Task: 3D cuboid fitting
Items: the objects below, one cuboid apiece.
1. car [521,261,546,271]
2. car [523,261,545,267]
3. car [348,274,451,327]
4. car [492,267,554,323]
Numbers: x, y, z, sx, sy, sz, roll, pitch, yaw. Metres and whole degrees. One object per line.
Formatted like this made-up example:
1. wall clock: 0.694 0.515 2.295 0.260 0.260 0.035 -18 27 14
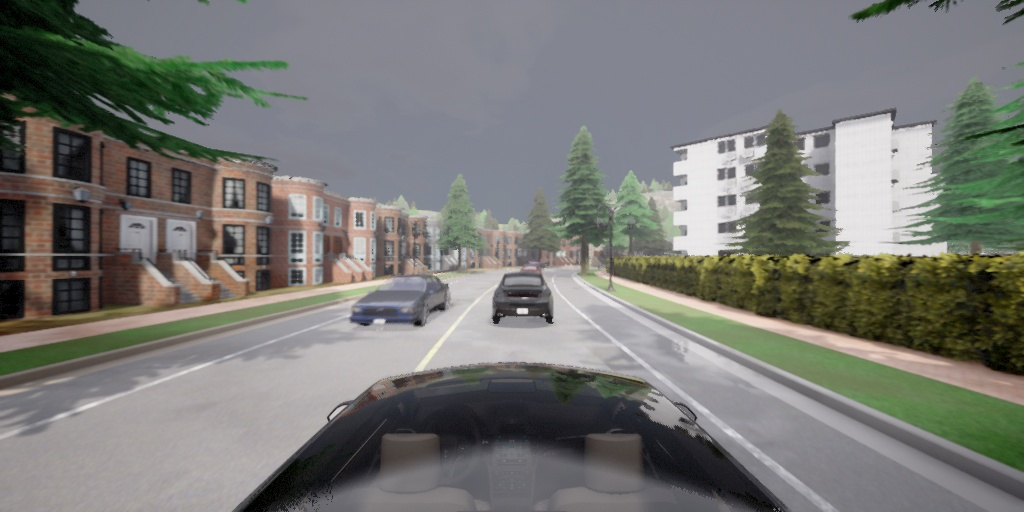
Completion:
1. car: 3.297 1.490 53.789 2.033 1.411 5.357 0 0 24
2. car: 1.535 1.376 28.826 1.812 1.442 4.674 0 0 5
3. car: -3.348 1.330 11.965 2.033 1.411 5.357 0 0 2
4. car: 0.388 1.294 12.362 1.837 1.490 4.892 0 0 2
